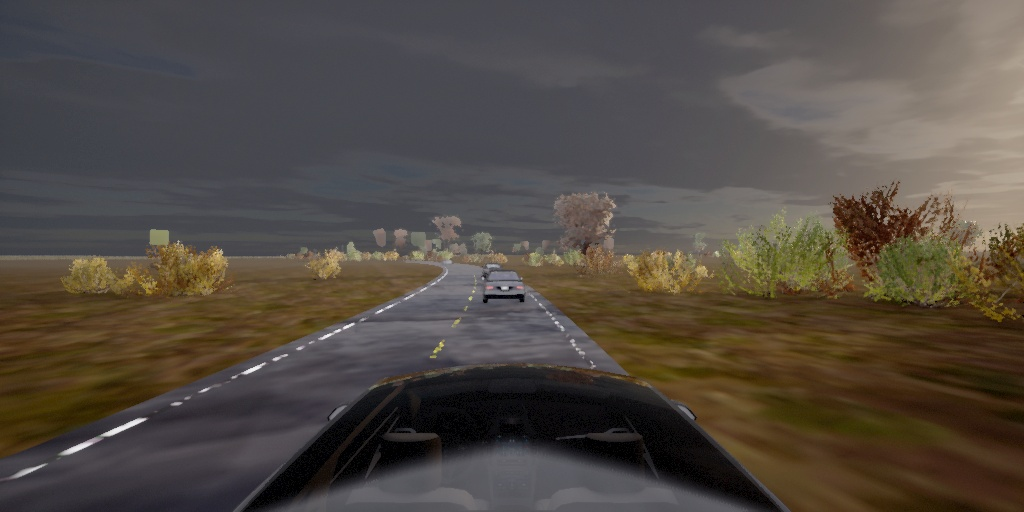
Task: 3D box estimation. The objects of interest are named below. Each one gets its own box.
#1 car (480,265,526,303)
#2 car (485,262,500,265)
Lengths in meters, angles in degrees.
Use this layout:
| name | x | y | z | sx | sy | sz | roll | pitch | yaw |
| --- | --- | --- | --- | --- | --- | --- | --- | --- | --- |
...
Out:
| name | x | y | z | sx | sy | sz | roll | pitch | yaw |
| --- | --- | --- | --- | --- | --- | --- | --- | --- | --- |
| car | -0.429 | 1.312 | 16.616 | 2.033 | 1.411 | 5.357 | 0 | 0 | -3 |
| car | -1.710 | 1.284 | 31.645 | 1.812 | 1.442 | 4.674 | 0 | 0 | -6 |
